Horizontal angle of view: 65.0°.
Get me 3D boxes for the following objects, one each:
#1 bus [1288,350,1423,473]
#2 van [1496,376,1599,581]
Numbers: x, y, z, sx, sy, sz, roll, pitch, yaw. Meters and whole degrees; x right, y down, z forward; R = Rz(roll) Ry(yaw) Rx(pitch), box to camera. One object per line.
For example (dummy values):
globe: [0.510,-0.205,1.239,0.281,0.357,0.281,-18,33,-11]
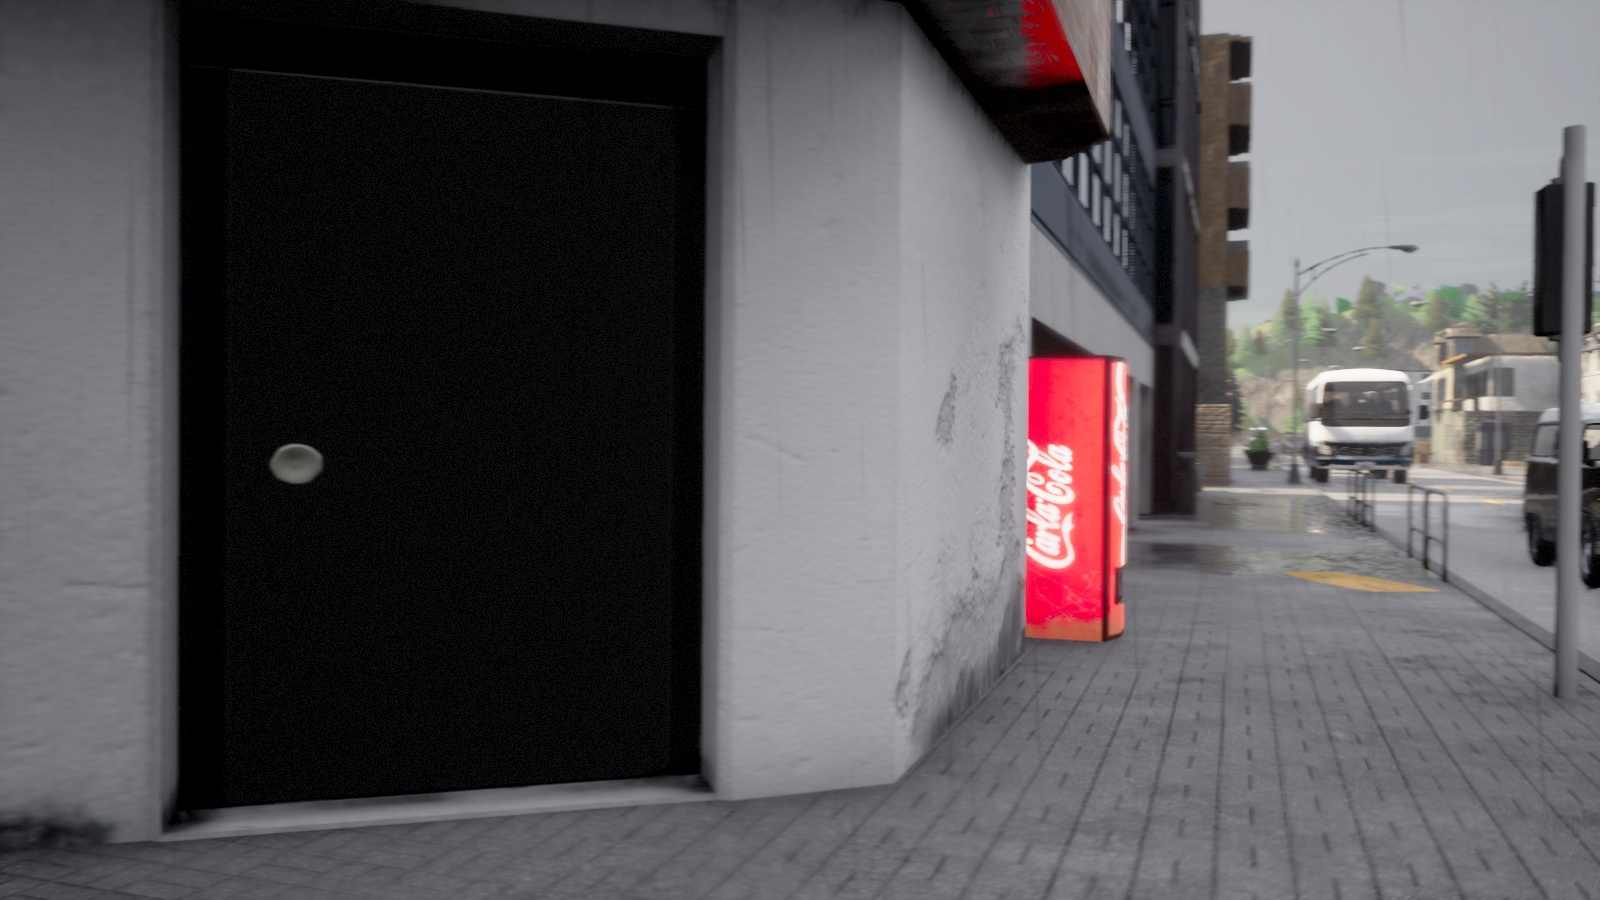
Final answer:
bus: [21.452,-1.399,49.164,3.944,4.253,10.273,0,1,19]
van: [9.549,0.243,14.320,2.069,2.038,4.480,0,1,19]
